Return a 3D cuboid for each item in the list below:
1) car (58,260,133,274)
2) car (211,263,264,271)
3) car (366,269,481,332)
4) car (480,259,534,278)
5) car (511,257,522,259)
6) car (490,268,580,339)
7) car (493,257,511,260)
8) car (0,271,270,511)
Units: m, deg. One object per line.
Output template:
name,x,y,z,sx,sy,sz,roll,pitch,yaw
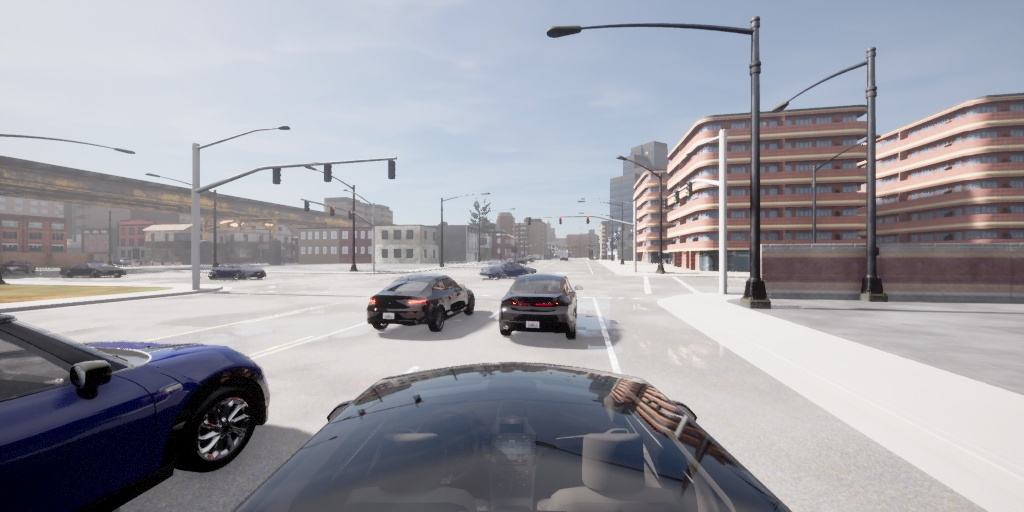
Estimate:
car,-38.473,1.297,32.903,5.357,1.411,2.033,0,0,9
car,-23.086,1.314,30.253,4.181,1.385,1.994,0,0,10
car,-2.536,1.276,10.873,1.812,1.442,4.674,0,0,11
car,-0.313,1.262,31.457,5.357,1.411,2.033,0,0,-37
car,-0.228,0.957,57.287,1.882,1.535,5.008,0,1,11
car,0.909,1.255,10.232,1.837,1.490,4.892,0,0,11
car,-2.028,1.106,48.010,2.128,1.511,4.902,0,1,11
car,-3.858,1.102,2.096,2.097,1.767,4.553,0,0,6
